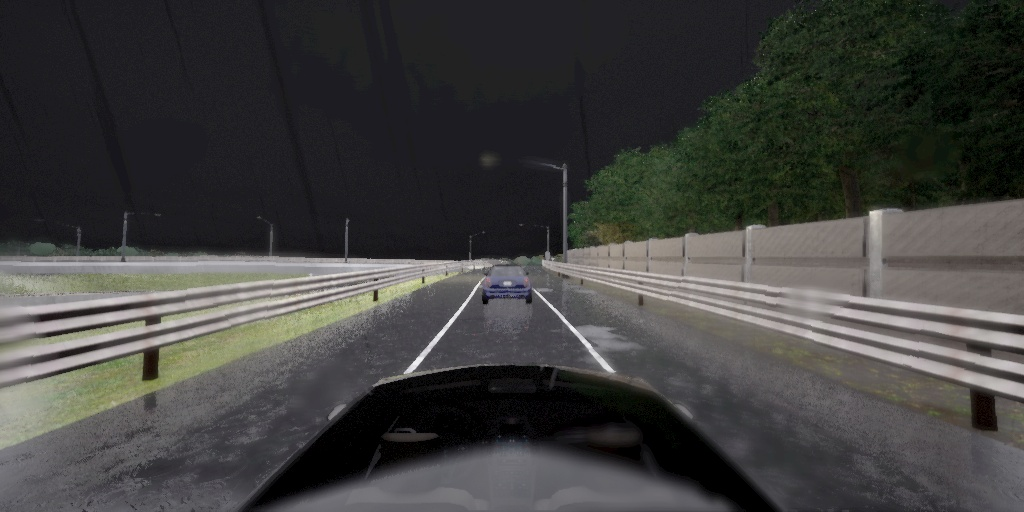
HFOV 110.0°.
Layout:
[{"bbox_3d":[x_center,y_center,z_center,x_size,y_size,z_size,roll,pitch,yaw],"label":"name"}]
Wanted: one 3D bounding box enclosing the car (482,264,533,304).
[{"bbox_3d":[-0.257,1.129,16.560,2.097,1.767,4.553,0,0,-2],"label":"car"}]
